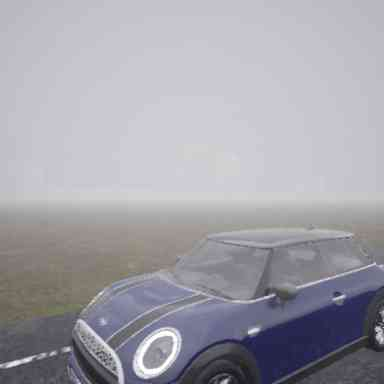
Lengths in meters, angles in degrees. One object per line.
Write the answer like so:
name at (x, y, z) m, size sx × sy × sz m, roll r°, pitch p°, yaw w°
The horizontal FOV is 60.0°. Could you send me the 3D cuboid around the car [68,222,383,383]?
car at (0.777, 1.354, 4.546) m, size 4.553 × 1.767 × 2.097 m, roll 0°, pitch 0°, yaw -35°
